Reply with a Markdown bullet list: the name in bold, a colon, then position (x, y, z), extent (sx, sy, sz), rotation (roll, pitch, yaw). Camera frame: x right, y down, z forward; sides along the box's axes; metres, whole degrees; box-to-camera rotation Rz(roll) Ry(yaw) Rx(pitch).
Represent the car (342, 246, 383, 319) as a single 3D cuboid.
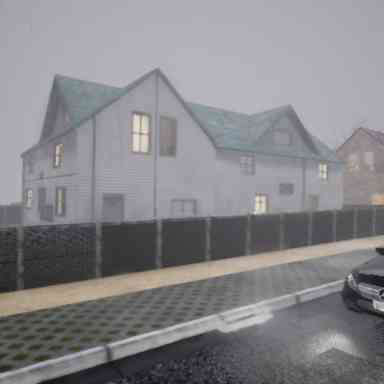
- **car**: position (4.879, 1.540, 6.537), extent (4.674, 1.442, 1.812), rotation (0, 0, -35)
